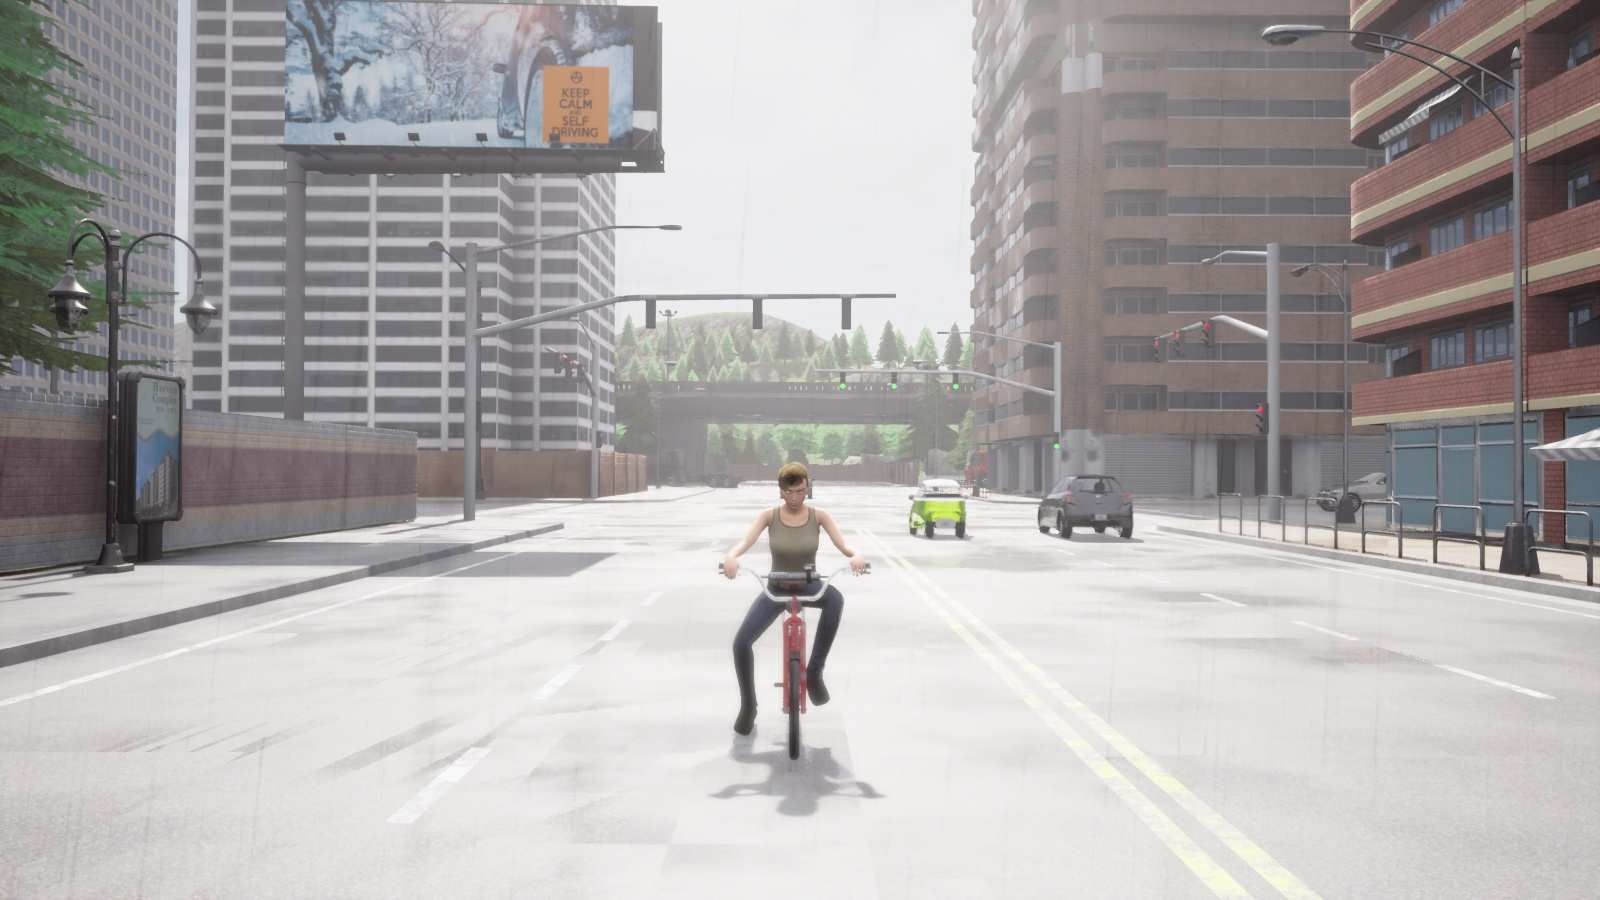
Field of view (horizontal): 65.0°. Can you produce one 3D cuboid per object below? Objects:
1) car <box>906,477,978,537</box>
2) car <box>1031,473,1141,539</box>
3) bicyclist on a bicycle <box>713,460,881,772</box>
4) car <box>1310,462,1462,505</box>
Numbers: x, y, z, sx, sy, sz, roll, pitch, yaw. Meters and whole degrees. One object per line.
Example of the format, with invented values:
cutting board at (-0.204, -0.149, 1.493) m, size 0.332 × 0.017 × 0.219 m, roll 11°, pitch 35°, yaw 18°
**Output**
car at (3.419, 1.367, 30.554) m, size 1.481 × 1.376 × 2.207 m, roll 0°, pitch 0°, yaw 0°
car at (6.918, 1.317, 30.768) m, size 1.845 × 1.501 × 3.633 m, roll 0°, pitch -1°, yaw 0°
bicyclist on a bicycle at (-0.027, 0.873, 7.275) m, size 0.866 × 1.612 × 1.509 m, roll 0°, pitch -1°, yaw -1°
car at (23.241, 1.337, 49.939) m, size 5.027 × 1.651 × 2.152 m, roll 0°, pitch -1°, yaw 0°
